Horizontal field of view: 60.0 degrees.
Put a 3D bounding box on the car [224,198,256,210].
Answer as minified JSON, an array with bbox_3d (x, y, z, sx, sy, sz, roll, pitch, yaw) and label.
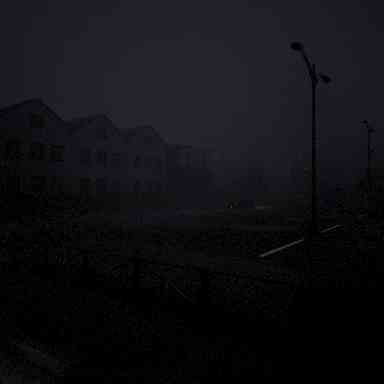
[{"bbox_3d":[5.794,1.409,39.486,1.895,1.301,4.718,0,0,37],"label":"car"}]

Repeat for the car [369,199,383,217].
[{"bbox_3d":[15.518,1.298,26.752,2.007,1.523,4.514,0,0,35],"label":"car"}]
